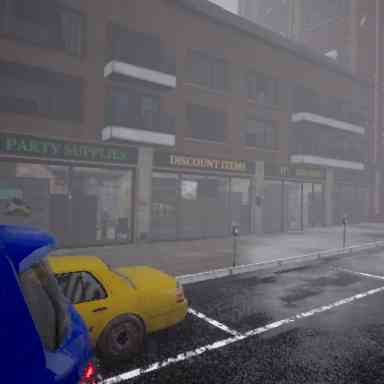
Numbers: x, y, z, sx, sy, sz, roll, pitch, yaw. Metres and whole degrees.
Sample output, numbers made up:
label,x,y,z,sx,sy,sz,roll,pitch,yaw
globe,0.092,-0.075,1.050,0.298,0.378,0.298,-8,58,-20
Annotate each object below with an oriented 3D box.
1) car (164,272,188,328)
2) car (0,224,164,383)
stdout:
label,x,y,z,sx,sy,sz,roll,pitch,yaw
car,-2.348,1.526,4.400,4.829,1.417,1.752,0,2,-35
car,-3.044,1.220,0.911,5.566,2.045,2.150,0,0,-35
